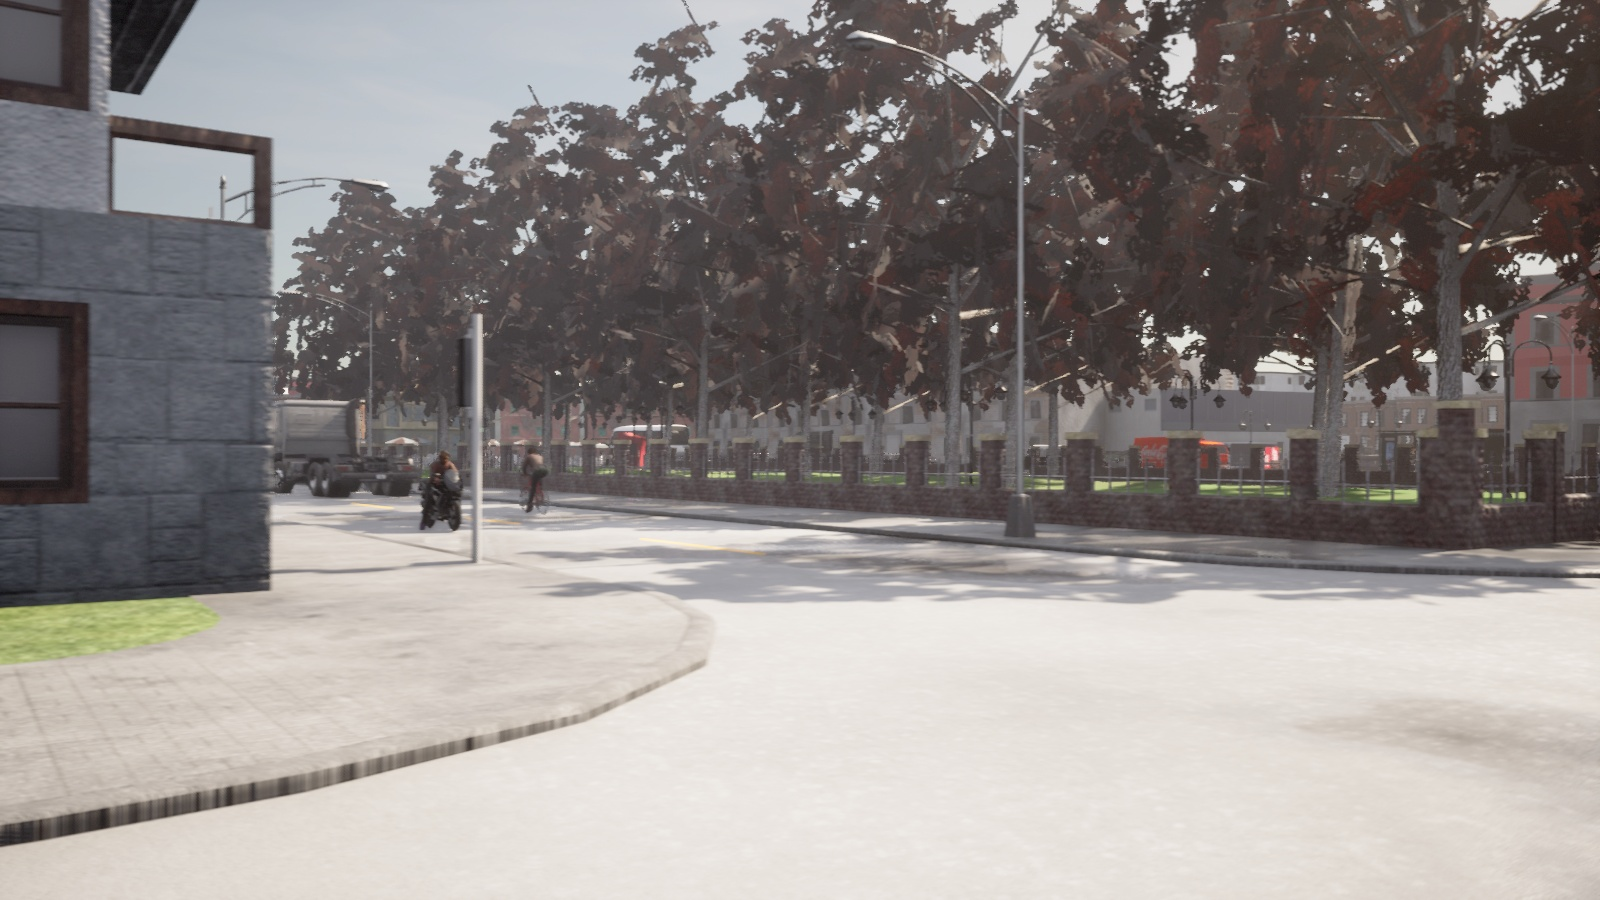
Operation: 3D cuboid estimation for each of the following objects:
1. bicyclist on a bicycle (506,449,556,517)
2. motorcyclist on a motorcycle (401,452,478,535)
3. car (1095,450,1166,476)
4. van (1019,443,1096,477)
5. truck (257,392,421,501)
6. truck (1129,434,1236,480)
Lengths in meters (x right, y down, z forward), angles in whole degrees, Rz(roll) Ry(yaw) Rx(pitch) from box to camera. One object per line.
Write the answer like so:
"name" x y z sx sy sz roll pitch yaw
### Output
"bicyclist on a bicycle" -6.550 0.786 30.489 0.582 1.620 1.656 0 -1 -35
"motorcyclist on a motorcycle" -6.919 0.800 24.011 0.797 1.523 2.044 0 0 -35
"car" 20.486 0.790 77.901 1.851 1.617 3.988 0 0 -35
"van" 15.879 0.624 77.520 2.069 2.038 4.480 0 0 -35
"truck" -16.243 -0.095 43.876 2.891 3.462 7.936 0 0 -40
"truck" 21.220 0.383 69.854 2.627 2.467 5.204 0 0 -35
